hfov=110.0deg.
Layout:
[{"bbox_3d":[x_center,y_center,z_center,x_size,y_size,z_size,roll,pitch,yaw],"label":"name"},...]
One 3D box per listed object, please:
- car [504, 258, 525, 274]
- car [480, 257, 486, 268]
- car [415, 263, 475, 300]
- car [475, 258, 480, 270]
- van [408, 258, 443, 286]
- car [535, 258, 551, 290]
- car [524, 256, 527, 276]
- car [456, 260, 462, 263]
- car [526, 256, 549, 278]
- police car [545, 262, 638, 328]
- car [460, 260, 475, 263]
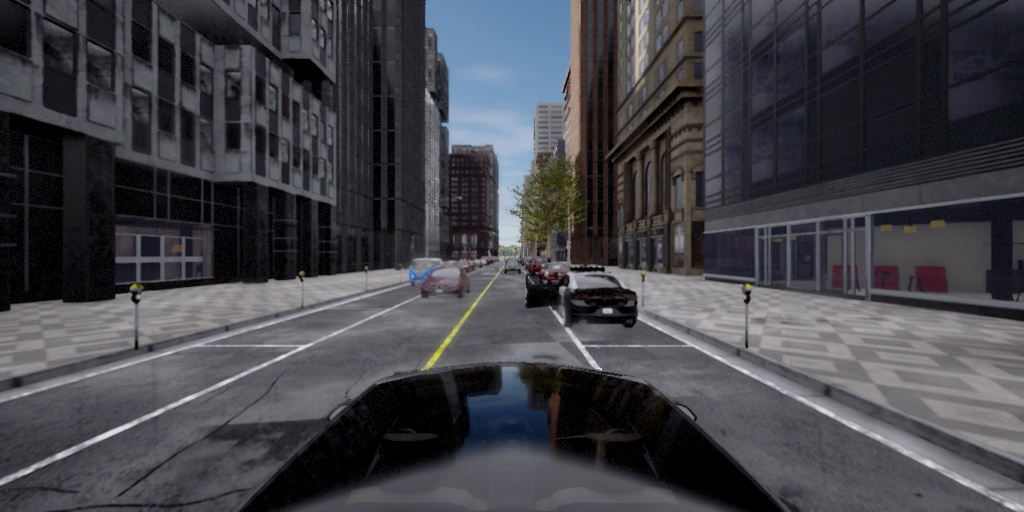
[{"bbox_3d":[0.078,1.230,40.588,2.033,1.411,5.357,0,0,0],"label":"car"},{"bbox_3d":[-5.674,1.259,57.883,1.802,1.307,4.207,0,0,0],"label":"car"},{"bbox_3d":[-3.102,1.234,17.598,1.812,1.442,4.674,0,0,0],"label":"car"},{"bbox_3d":[-5.673,1.226,46.604,1.888,1.381,4.507,0,0,0],"label":"car"},{"bbox_3d":[-5.671,1.038,24.050,1.690,1.789,3.998,0,0,0],"label":"van"},{"bbox_3d":[2.855,1.137,24.035,1.967,1.591,4.097,0,0,0],"label":"car"},{"bbox_3d":[2.853,0.998,40.953,2.192,1.841,5.009,0,0,0],"label":"car"},{"bbox_3d":[-5.671,1.256,29.688,1.948,1.339,4.313,0,0,0],"label":"car"},{"bbox_3d":[2.854,1.000,35.314,2.192,1.841,5.009,0,0,0],"label":"car"},{"bbox_3d":[2.365,1.148,11.447,1.930,1.638,5.238,0,0,0],"label":"police car"},{"bbox_3d":[-5.672,1.123,40.966,1.967,1.591,4.097,0,0,0],"label":"car"}]
